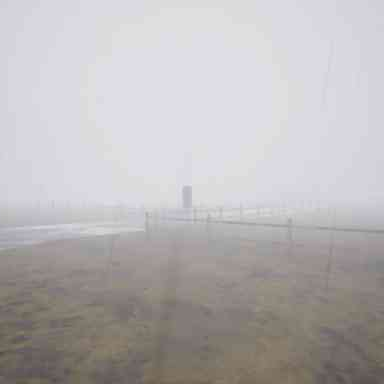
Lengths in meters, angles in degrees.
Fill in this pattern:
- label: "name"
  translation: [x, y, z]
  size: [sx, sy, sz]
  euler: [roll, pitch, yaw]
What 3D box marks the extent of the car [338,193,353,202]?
- label: "car"
  translation: [38.995, 1.721, 85.542]
  size: [2.033, 1.411, 5.357]
  euler: [-1, 0, 36]
